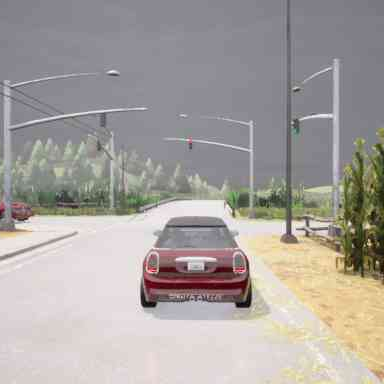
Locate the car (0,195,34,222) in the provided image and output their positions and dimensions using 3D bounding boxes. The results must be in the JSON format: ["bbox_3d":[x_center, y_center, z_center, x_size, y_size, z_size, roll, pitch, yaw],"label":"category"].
[{"bbox_3d":[-14.323,1.187,23.737,5.566,2.045,2.150,0,0,3],"label":"car"}]

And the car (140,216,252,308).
[{"bbox_3d":[0.096,1.352,8.091,2.097,1.767,4.553,0,0,1],"label":"car"}]
